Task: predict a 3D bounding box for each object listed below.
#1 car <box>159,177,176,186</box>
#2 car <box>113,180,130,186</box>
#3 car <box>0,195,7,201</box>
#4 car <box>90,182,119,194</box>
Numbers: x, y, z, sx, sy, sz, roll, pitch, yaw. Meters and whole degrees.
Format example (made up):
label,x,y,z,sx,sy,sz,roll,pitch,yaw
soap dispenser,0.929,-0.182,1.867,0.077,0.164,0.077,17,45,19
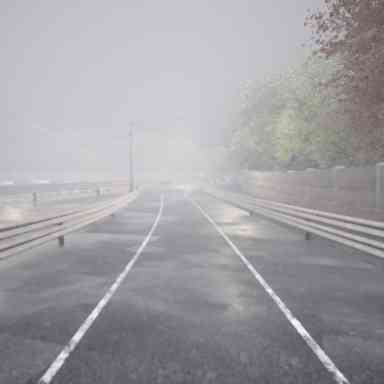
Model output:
label,x,y,z,sx,sy,sz,roll,pitch,yaw
car,-6.244,-2.293,79.969,1.882,1.535,5.008,1,4,21
car,-14.574,-1.628,68.079,2.097,1.767,4.553,1,4,21
car,-20.561,0.614,32.581,2.097,1.767,4.553,1,4,21
car,-13.655,-0.392,50.875,1.812,1.442,4.674,1,4,21
